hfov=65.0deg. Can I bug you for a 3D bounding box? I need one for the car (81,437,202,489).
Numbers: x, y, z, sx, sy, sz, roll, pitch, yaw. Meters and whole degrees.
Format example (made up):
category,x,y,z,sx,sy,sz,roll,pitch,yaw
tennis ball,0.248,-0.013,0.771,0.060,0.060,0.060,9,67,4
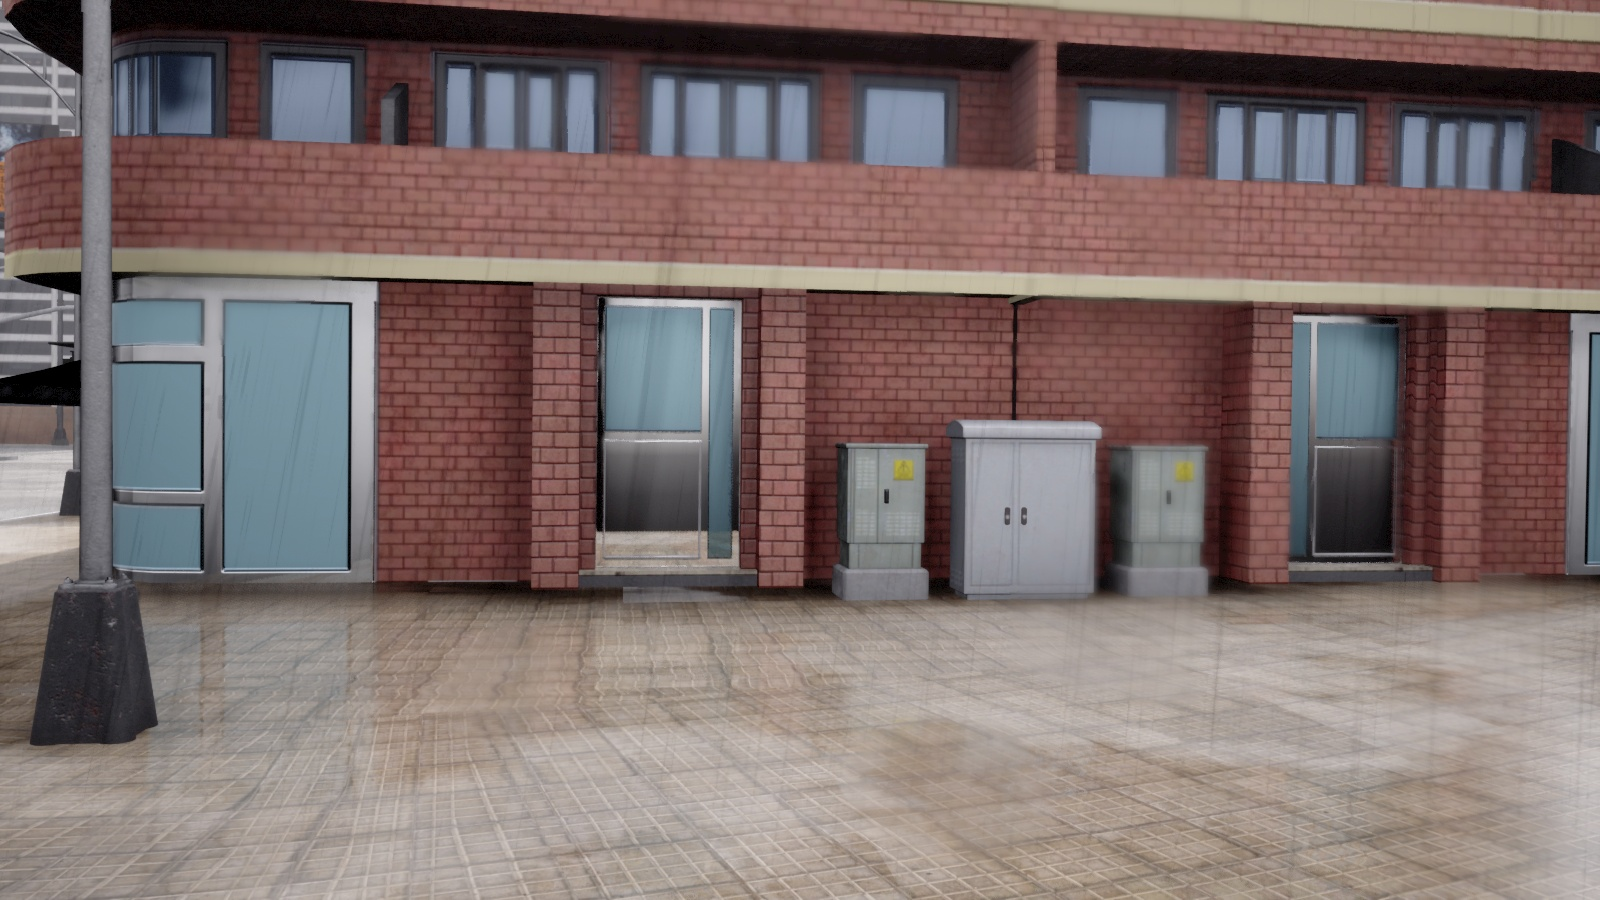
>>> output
category,x,y,z,sx,sy,sz,roll,pitch,yaw
car,-20.912,0.374,40.108,2.007,1.525,4.514,-1,1,-8
